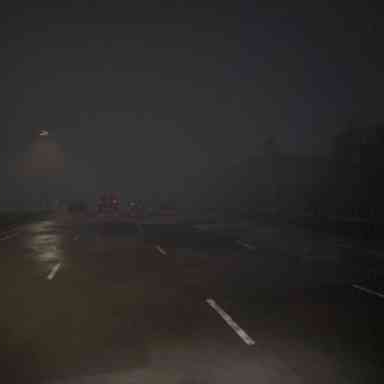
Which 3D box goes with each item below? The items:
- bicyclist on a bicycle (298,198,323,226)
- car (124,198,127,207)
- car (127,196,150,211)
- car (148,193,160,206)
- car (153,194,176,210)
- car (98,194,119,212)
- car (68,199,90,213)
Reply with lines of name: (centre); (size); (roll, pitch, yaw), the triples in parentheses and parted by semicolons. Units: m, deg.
bicyclist on a bicycle: (6.788, 1.137, 19.058); (1.656, 1.620, 0.582); (-1, 0, -15)
car: (-9.356, 1.526, 51.071); (2.128, 1.511, 4.902); (-1, 0, -15)
car: (-6.721, 1.539, 41.161); (1.812, 1.442, 4.674); (-1, 0, -13)
car: (-5.978, 1.195, 51.967); (2.150, 2.045, 5.566); (-1, 0, -15)
car: (-3.311, 1.430, 41.936); (1.882, 1.535, 5.008); (-1, 0, -14)
car: (-10.015, 1.295, 39.913); (2.150, 2.045, 5.566); (-1, 0, -12)
car: (-13.440, 1.612, 39.165); (1.882, 1.535, 5.008); (-1, 0, -14)
